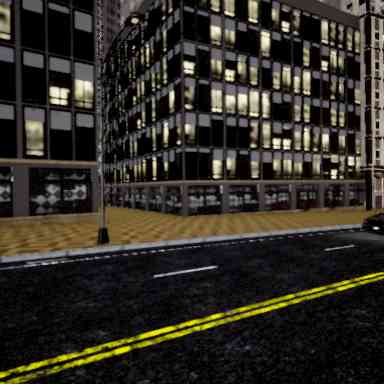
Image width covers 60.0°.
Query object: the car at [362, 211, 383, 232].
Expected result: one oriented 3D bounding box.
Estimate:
[{"bbox_3d":[12.089,1.544,19.053,5.357,1.411,2.033,0,0,-30],"label":"car"}]
